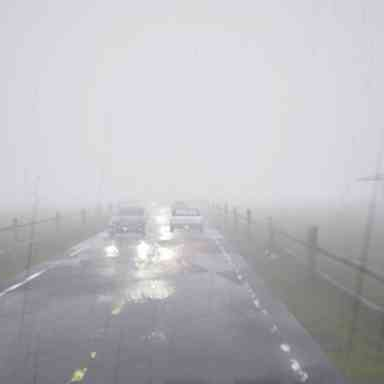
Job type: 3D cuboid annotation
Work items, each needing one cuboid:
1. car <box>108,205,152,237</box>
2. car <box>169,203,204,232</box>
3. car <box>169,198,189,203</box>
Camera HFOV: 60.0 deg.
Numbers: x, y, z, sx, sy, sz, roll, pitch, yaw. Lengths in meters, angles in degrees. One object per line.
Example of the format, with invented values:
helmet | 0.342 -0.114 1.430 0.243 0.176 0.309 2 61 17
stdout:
car | -3.248 1.501 18.135 1.837 1.490 4.892 0 0 -2
car | -0.371 1.594 20.064 1.895 1.301 4.718 0 0 -2
car | -1.438 1.504 37.724 1.837 1.490 4.892 0 0 -4
